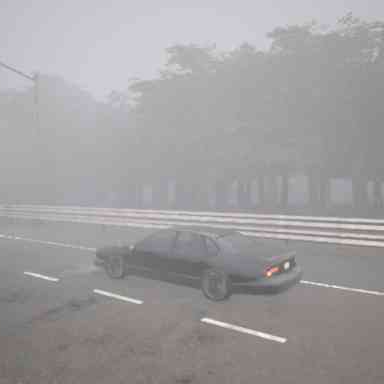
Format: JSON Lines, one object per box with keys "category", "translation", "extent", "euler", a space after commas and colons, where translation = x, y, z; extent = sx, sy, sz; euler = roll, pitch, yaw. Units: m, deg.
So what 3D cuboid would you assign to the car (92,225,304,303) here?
{"category": "car", "translation": [-0.110, 1.552, 8.250], "extent": [5.357, 1.411, 2.033], "euler": [0, 0, 36]}
